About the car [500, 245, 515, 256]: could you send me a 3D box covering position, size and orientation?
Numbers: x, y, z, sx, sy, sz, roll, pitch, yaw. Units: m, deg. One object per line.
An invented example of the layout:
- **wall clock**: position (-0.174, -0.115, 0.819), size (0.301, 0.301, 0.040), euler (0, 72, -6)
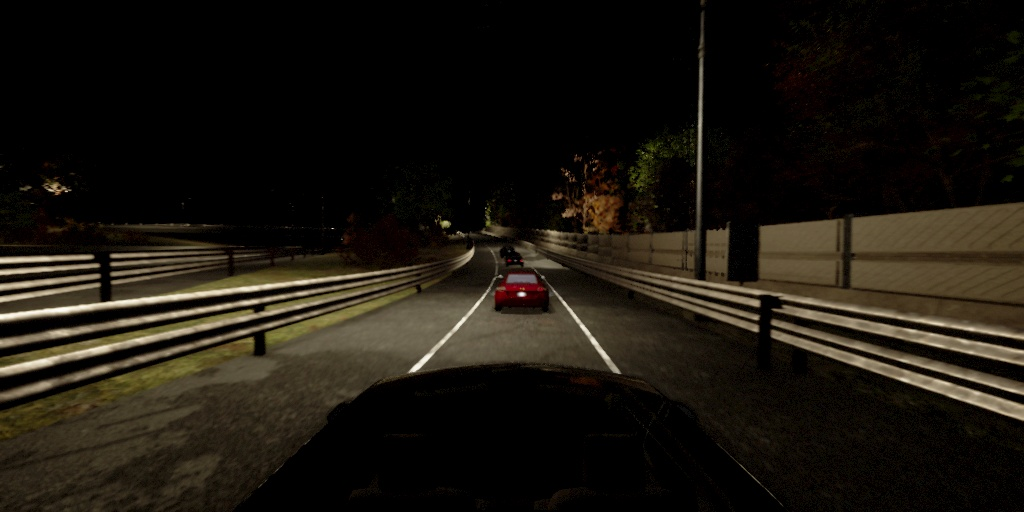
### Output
- **car**: position (-0.587, -0.732, 49.834), size (2.097, 1.767, 4.553), euler (1, 5, -5)

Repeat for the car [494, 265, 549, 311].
- **car**: position (0.380, 1.251, 14.281), size (1.994, 1.385, 4.181), euler (1, 1, 1)

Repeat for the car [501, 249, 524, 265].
- **car**: position (0.195, 0.347, 37.558), size (2.033, 1.411, 5.357), euler (1, 3, -3)
